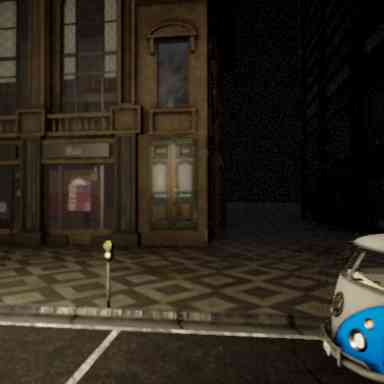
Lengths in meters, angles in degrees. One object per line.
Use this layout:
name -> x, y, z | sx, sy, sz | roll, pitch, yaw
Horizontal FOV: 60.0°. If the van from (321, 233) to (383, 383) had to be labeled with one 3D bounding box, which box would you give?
van -> 3.761, 1.408, 3.912 | 3.998, 1.788, 1.690 | 0, -1, 7
